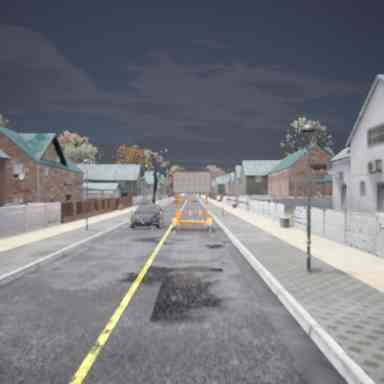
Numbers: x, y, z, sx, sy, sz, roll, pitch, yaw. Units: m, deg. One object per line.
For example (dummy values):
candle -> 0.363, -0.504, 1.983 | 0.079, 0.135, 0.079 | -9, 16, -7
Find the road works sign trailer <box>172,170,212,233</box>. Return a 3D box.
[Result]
road works sign trailer -> 0.006, 0.487, 20.019 | 2.380, 3.560, 2.880 | 0, 0, 0

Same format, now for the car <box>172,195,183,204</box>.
car -> -2.748, 1.403, 64.316 | 2.097, 1.767, 4.553 | 0, 0, 0

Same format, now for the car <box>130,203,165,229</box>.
car -> -2.841, 1.529, 21.849 | 1.837, 1.490, 4.892 | 0, 0, 0
